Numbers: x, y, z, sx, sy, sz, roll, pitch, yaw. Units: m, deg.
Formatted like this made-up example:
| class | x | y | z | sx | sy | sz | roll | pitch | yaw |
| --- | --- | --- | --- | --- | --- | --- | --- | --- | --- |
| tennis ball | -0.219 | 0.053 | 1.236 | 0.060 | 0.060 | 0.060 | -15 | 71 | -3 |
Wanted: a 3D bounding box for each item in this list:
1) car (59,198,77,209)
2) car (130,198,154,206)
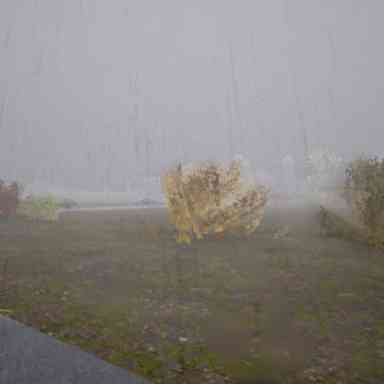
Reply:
| class | x | y | z | sx | sy | sz | roll | pitch | yaw |
| --- | --- | --- | --- | --- | --- | --- | --- | --- | --- |
| car | -18.185 | 1.589 | 45.671 | 1.837 | 1.490 | 4.892 | -1 | -1 | 36 |
| car | -8.780 | 1.765 | 58.729 | 1.837 | 1.490 | 4.892 | -1 | -1 | 36 |
